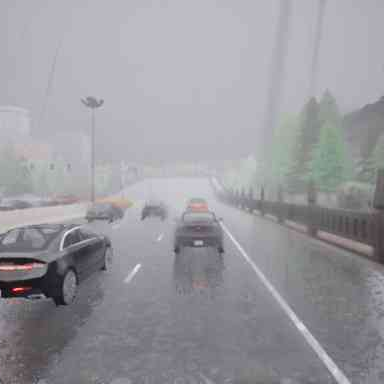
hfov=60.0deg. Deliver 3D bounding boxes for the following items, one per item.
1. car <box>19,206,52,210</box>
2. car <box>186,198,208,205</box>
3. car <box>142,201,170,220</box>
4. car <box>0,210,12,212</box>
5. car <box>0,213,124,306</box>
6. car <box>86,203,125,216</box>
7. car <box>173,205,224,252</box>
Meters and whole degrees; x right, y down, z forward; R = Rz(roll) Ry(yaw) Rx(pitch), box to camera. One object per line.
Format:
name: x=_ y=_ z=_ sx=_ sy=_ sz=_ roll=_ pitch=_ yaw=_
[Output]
car: x=-13.695 y=1.601 z=30.643 sx=1.994 sy=1.385 sz=4.181 roll=0 pitch=0 yaw=1
car: x=0.520 y=1.352 z=32.458 sx=2.097 sy=1.767 sz=4.553 roll=0 pitch=0 yaw=1
car: x=-3.039 y=1.513 z=28.008 sx=1.837 sy=1.490 sz=4.892 roll=0 pitch=0 yaw=1
car: x=-20.569 y=1.603 z=38.678 sx=2.033 sy=1.411 sz=5.357 roll=0 pitch=0 yaw=1
car: x=-3.312 y=1.500 z=8.021 sx=2.128 sy=1.511 sz=4.902 roll=0 pitch=0 yaw=1
car: x=-6.576 y=1.565 z=25.662 sx=2.033 sy=1.411 sz=5.357 roll=0 pitch=0 yaw=1
car: x=0.271 y=1.506 z=13.918 sx=1.837 sy=1.490 sz=4.892 roll=0 pitch=0 yaw=1
